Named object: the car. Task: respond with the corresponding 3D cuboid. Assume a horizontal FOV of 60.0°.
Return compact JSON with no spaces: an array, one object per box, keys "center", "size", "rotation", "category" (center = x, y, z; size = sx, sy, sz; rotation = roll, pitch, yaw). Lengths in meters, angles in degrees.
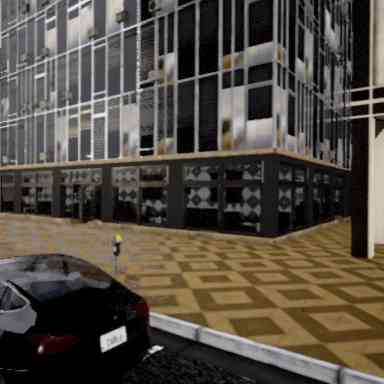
[{"center":[-2.501,1.544,4.655],"size":[4.313,1.339,1.947],"rotation":[0,0,36],"category":"car"}]
